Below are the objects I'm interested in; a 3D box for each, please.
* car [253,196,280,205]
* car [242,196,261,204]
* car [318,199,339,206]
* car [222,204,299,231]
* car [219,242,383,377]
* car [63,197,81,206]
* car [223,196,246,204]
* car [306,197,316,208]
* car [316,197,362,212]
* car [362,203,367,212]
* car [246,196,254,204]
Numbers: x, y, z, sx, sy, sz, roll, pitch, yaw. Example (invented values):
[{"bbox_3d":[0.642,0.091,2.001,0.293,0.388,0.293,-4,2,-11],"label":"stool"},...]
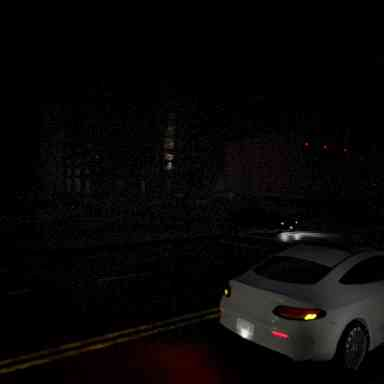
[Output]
[{"bbox_3d":[13.849,1.970,61.436,1.970,1.475,3.806,1,-1,-35],"label":"car"},{"bbox_3d":[14.324,1.867,80.361,1.932,1.855,4.605,1,-1,-35],"label":"car"},{"bbox_3d":[29.969,2.181,72.922,1.784,1.438,3.905,1,-1,-35],"label":"car"},{"bbox_3d":[4.539,1.783,22.530,2.033,1.411,5.357,1,0,-36],"label":"car"},{"bbox_3d":[2.552,1.590,5.606,4.674,1.442,1.812,1,0,-36],"label":"car"},{"bbox_3d":[-21.092,1.660,58.348,2.033,1.411,5.357,1,-1,-36],"label":"car"},{"bbox_3d":[9.804,2.040,77.088,1.970,1.475,3.806,1,-1,-35],"label":"car"},{"bbox_3d":[27.573,1.935,71.298,1.932,1.855,4.605,1,-1,-35],"label":"car"},{"bbox_3d":[19.374,1.659,44.001,1.932,1.855,4.605,1,-1,-35],"label":"car"},{"bbox_3d":[21.764,1.697,45.632,1.905,1.878,3.866,1,-1,-35],"label":"car"},{"bbox_3d":[12.164,2.044,78.764,1.784,1.438,3.905,1,-1,-35],"label":"car"}]
